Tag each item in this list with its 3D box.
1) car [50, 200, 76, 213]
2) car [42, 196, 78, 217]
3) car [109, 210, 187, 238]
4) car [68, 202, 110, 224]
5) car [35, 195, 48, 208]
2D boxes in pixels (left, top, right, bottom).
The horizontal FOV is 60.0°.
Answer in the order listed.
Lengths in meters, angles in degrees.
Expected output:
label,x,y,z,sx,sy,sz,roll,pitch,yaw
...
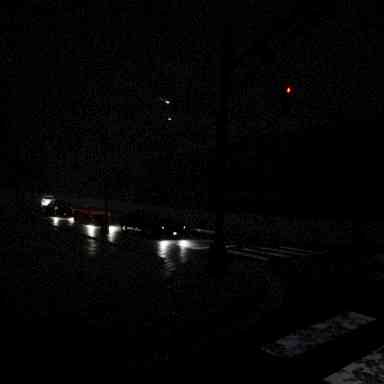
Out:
label,x,y,z,sx,sy,sz,roll,pitch,yaw
car,-17.731,1.941,45.439,2.128,1.511,4.902,4,-2,-35
car,-14.084,1.679,35.419,2.097,1.767,4.553,4,-2,-35
car,-2.511,1.761,19.211,2.033,1.411,5.357,4,-3,-38
car,-8.232,1.770,27.243,1.882,1.535,5.008,4,-3,-36
car,-23.602,1.549,53.570,2.150,2.045,5.566,4,-1,-36
